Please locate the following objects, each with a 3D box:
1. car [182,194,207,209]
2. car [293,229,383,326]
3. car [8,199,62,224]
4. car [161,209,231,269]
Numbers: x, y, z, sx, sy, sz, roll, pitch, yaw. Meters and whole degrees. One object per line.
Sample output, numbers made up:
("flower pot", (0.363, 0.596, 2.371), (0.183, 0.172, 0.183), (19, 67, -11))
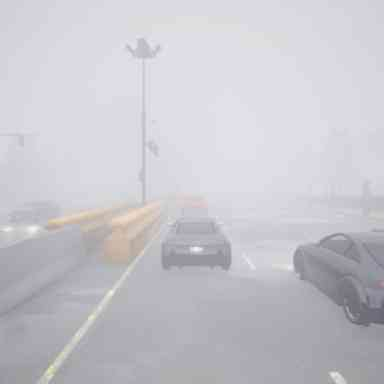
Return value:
("car", (0.206, 0.998, 28.447), (2.097, 1.767, 4.553), (0, 1, 0))
("car", (3.607, 1.511, 6.970), (1.994, 1.385, 4.181), (0, 1, 0))
("car", (-10.437, 1.237, 22.472), (1.837, 1.490, 4.892), (0, 0, 1))
("car", (0.120, 1.457, 10.759), (1.994, 1.385, 4.181), (0, 1, 0))
